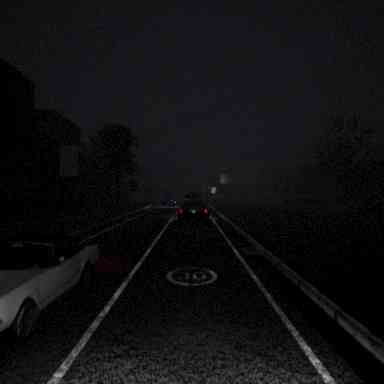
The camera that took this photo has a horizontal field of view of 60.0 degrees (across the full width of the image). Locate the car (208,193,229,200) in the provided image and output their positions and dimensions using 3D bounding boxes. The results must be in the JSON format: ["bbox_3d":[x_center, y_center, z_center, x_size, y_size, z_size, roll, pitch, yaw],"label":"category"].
[{"bbox_3d":[6.093,1.301,80.105,5.366,1.575,1.946,0,-1,0],"label":"car"}]

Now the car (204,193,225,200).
[{"bbox_3d":[6.202,1.273,92.256,5.566,2.045,2.435,0,-1,-1],"label":"car"}]

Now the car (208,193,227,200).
[{"bbox_3d":[6.285,1.218,83.026,4.553,1.767,2.185,0,-1,0],"label":"car"}]

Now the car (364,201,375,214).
[{"bbox_3d":[18.705,1.381,31.258,4.674,1.452,2.002,0,0,0],"label":"car"}]

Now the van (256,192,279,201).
[{"bbox_3d":[18.434,1.075,79.559,4.442,1.987,1.878,0,-1,0],"label":"van"}]

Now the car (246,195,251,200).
[{"bbox_3d":[18.433,1.239,90.732,5.566,2.045,2.435,0,-2,-1],"label":"car"}]

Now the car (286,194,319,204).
[{"bbox_3d":[18.757,1.122,55.593,4.553,1.767,2.185,0,0,0],"label":"car"}]

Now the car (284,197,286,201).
[{"bbox_3d":[18.687,1.277,58.763,4.674,1.452,2.002,0,0,0],"label":"car"}]

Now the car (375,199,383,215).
[{"bbox_3d":[18.700,1.354,27.981,4.892,1.521,2.231,0,0,0],"label":"car"}]

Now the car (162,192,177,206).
[{"bbox_3d":[-3.319,1.044,50.682,2.150,2.045,5.566,0,0,0],"label":"car"}]

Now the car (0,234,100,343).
[{"bbox_3d":[-3.350,1.578,6.495,1.895,1.301,4.718,0,0,0],"label":"car"}]

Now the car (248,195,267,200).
[{"bbox_3d":[18.420,1.561,93.518,4.892,1.521,2.231,0,-1,-1],"label":"car"}]

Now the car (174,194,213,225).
[{"bbox_3d":[0.100,1.270,23.091,2.097,1.767,4.553,0,0,0],"label":"car"}]

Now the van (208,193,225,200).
[{"bbox_3d":[6.346,1.171,86.065,4.442,1.987,1.878,0,-1,0],"label":"van"}]

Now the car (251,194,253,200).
[{"bbox_3d":[18.693,1.377,85.013,5.366,1.575,1.946,0,-1,0],"label":"car"}]

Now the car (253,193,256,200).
[{"bbox_3d":[18.713,1.335,82.352,5.366,1.575,1.946,0,-1,0],"label":"car"}]
